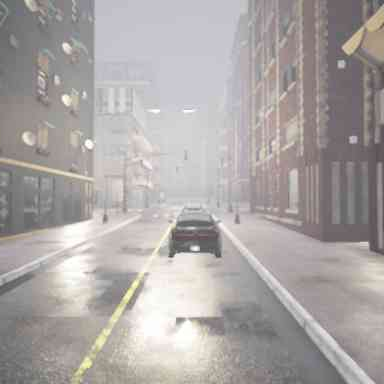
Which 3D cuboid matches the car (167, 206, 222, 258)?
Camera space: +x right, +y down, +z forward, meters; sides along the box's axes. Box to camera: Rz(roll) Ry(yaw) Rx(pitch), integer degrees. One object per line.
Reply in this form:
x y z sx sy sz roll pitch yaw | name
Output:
0.101 1.511 12.870 1.837 1.490 4.892 0 0 0 | car

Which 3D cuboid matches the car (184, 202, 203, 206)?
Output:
0.117 1.509 25.243 2.128 1.511 4.902 0 0 0 | car
